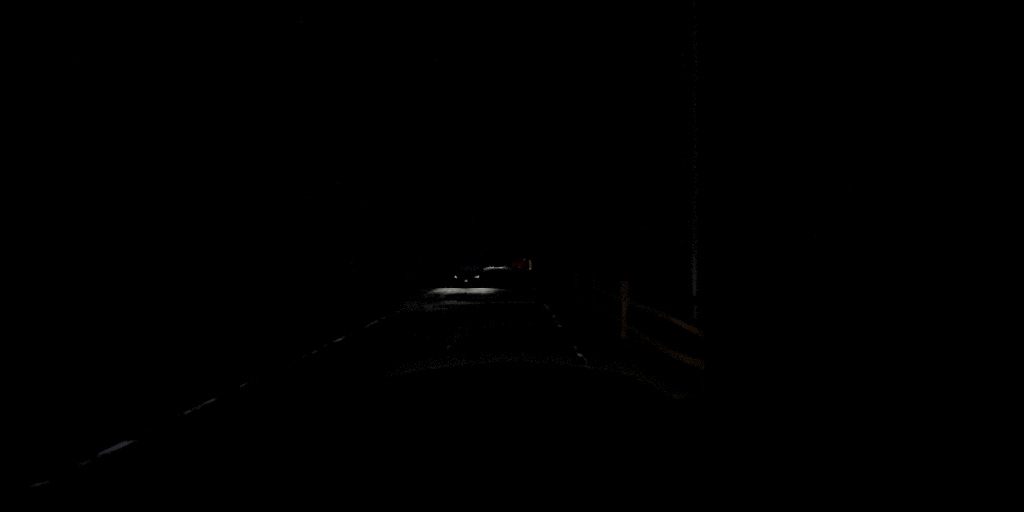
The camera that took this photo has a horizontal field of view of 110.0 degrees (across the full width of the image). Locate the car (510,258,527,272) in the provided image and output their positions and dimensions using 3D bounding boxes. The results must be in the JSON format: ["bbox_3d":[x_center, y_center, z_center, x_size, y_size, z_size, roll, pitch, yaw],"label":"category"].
[{"bbox_3d":[0.966,1.206,46.615,1.882,1.535,5.008,0,0,0],"label":"car"}]

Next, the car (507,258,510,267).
[{"bbox_3d":[0.005,1.185,65.040,2.128,1.511,4.902,0,0,0],"label":"car"}]

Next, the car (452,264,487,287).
[{"bbox_3d":[-2.846,1.274,24.636,1.812,1.442,4.674,0,0,0],"label":"car"}]
